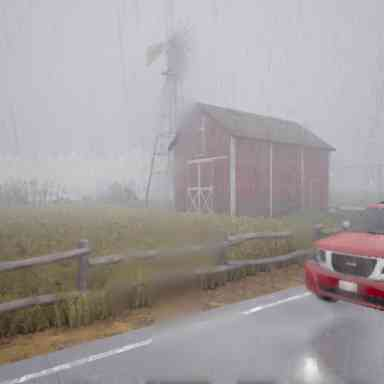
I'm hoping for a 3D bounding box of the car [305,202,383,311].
[{"bbox_3d":[4.817,1.218,7.148,5.566,2.045,2.150,0,-1,-36],"label":"car"}]
